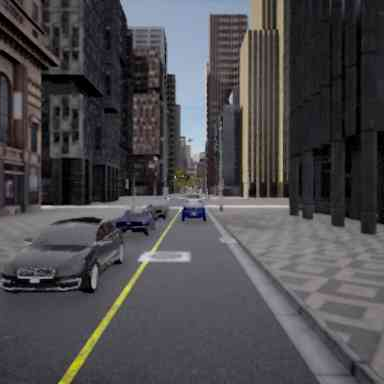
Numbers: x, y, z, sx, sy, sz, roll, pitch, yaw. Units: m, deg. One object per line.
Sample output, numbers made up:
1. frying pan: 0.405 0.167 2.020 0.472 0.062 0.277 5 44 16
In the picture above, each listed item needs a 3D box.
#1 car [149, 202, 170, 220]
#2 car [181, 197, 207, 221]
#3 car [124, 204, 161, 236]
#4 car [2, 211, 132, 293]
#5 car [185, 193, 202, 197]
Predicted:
1. car: -2.943 1.561 28.036 1.895 1.301 4.718 0 0 0
2. car: 0.155 1.447 26.841 1.882 1.535 5.008 0 0 0
3. car: -3.029 1.574 18.263 1.895 1.301 4.718 0 0 0
4. car: -3.077 1.490 8.943 1.837 1.490 4.892 0 0 0
5. car: 0.193 1.168 43.992 2.150 2.045 5.566 0 0 0
